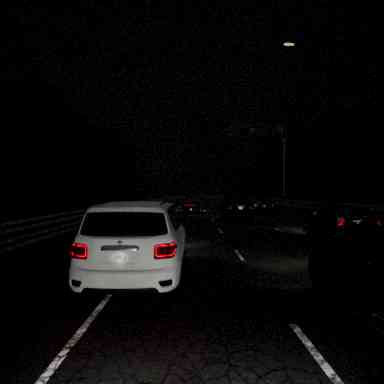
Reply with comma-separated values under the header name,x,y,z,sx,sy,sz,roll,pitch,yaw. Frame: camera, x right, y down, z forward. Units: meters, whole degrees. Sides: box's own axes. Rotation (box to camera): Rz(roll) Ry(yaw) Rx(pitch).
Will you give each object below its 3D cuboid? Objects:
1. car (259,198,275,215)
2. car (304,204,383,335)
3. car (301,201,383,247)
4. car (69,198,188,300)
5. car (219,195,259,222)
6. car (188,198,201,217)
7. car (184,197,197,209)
name,x,y,z,sx,sy,sz,roll,pitch,yaw
car,6.932,1.371,33.943,2.097,1.767,4.553,0,0,0
car,3.564,1.224,4.703,2.150,2.045,5.566,0,0,0
car,7.013,1.356,15.916,2.097,1.767,4.553,0,0,0
car,-1.278,1.226,8.517,2.150,2.045,5.566,0,0,0
car,3.466,1.234,26.409,2.150,2.045,5.566,0,0,0
car,-0.105,1.527,36.515,1.837,1.490,4.892,0,0,0
car,-0.180,1.549,46.866,1.837,1.490,4.892,0,0,0
